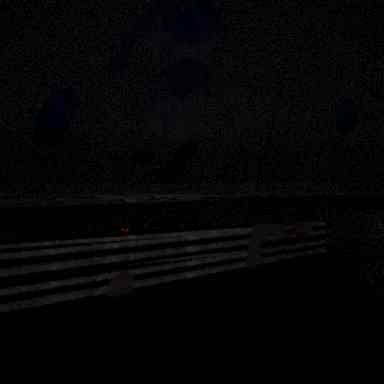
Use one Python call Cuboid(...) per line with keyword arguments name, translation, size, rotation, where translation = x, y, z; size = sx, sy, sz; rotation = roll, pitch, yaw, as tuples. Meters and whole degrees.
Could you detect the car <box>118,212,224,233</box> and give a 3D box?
Cuboid(name="car", translation=(-0.807, 1.668, 14.914), size=(4.892, 1.490, 1.837), rotation=(-1, 1, -20))
